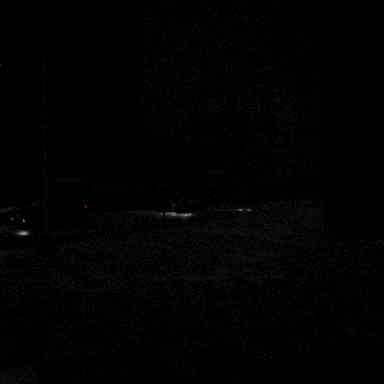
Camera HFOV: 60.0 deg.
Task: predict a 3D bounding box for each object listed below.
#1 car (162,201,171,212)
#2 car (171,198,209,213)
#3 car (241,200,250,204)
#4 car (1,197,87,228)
[{"bbox_3d":[-1.793,1.561,42.009,2.097,1.767,4.553,-1,-1,35],"label":"car"},{"bbox_3d":[0.091,1.631,39.046,1.882,1.535,5.008,-1,-1,35],"label":"car"},{"bbox_3d":[9.246,1.379,51.848,1.895,1.301,4.718,-1,-1,35],"label":"car"},{"bbox_3d":[-10.348,1.402,24.328,2.150,2.045,5.566,-1,0,34],"label":"car"}]
